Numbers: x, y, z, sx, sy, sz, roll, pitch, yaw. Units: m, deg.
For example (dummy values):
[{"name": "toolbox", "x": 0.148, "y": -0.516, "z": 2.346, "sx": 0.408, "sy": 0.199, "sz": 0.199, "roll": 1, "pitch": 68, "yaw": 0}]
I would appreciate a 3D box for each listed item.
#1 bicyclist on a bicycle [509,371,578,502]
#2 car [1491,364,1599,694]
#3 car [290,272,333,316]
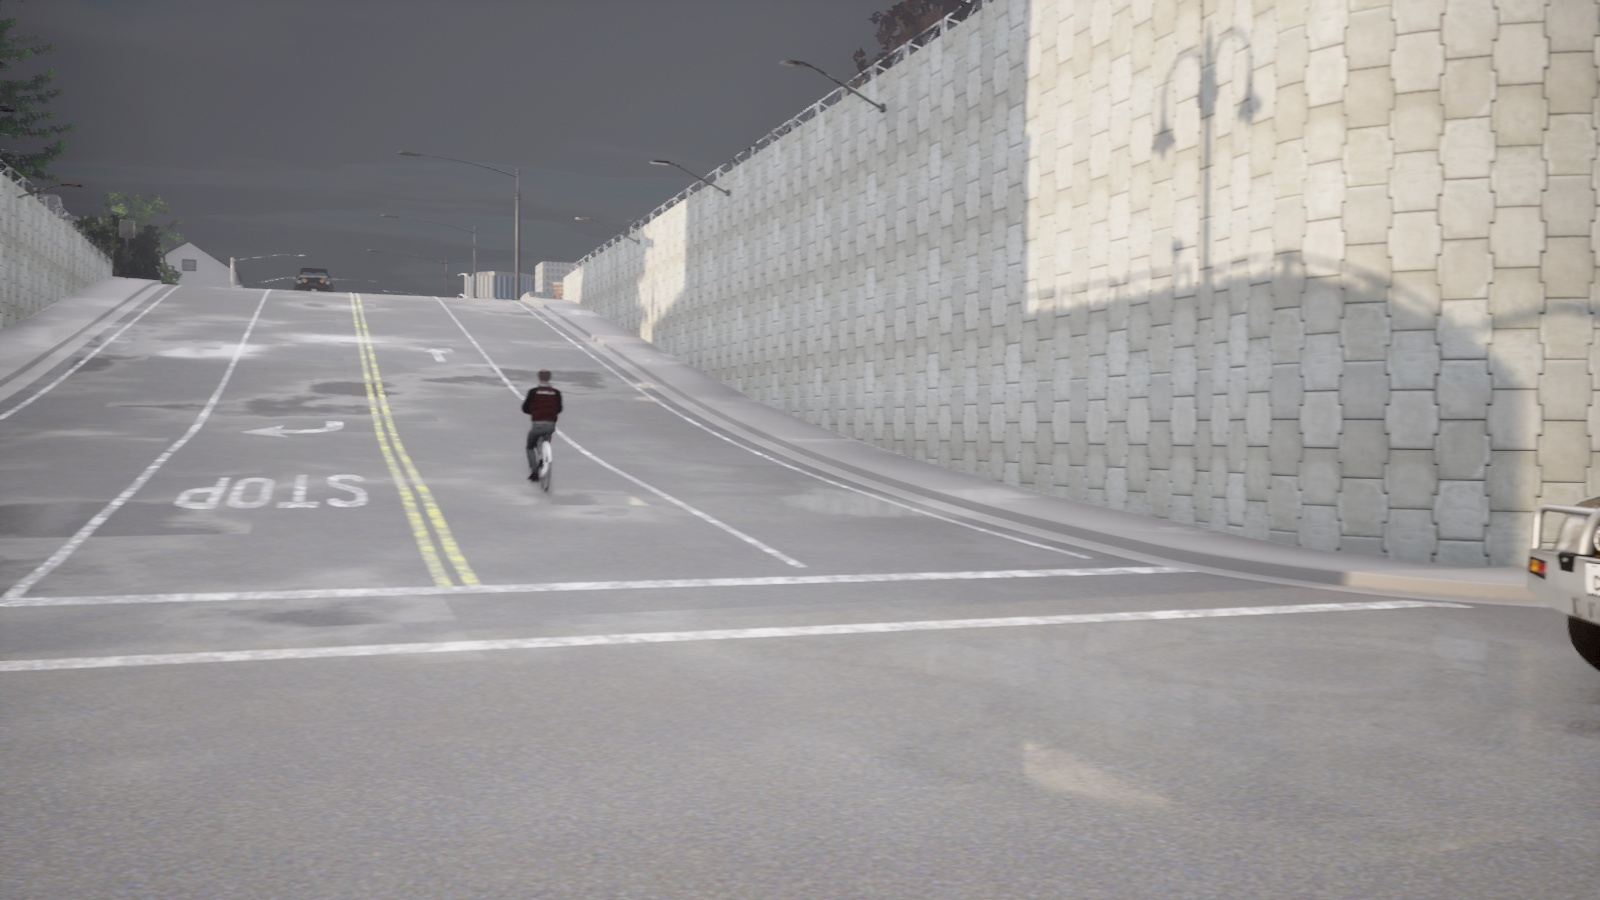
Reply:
[{"name": "bicyclist on a bicycle", "x": -3.806, "y": -0.236, "z": 18.525, "sx": 0.659, "sy": 1.776, "sz": 1.843, "roll": 0, "pitch": 5, "yaw": -22}, {"name": "car", "x": 6.788, "y": 0.431, "z": 7.227, "sx": 4.605, "sy": 1.855, "sz": 1.932, "roll": 0, "pitch": 1, "yaw": -4}, {"name": "car", "x": -24.839, "y": -7.916, "z": 63.922, "sx": 1.905, "sy": 1.878, "sz": 3.866, "roll": -2, "pitch": 2, "yaw": -21}]
